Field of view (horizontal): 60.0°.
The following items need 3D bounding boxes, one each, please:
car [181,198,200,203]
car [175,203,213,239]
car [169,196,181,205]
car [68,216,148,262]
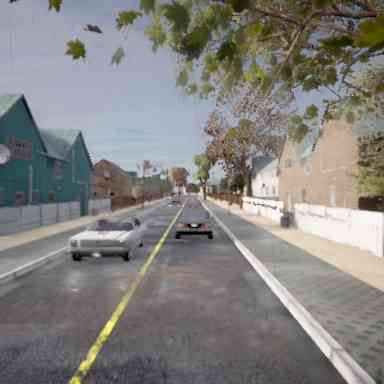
[{"bbox_3d":[0.101,1.479,36.868,2.033,1.411,5.357,0,0,0],"label":"car"},{"bbox_3d":[0.101,1.519,17.179,2.033,1.411,5.357,0,0,0],"label":"car"},{"bbox_3d":[-2.749,1.418,56.321,1.837,1.490,4.892,0,0,0],"label":"car"},{"bbox_3d":[-2.850,1.581,12.179,1.895,1.301,4.718,0,0,0],"label":"car"}]
